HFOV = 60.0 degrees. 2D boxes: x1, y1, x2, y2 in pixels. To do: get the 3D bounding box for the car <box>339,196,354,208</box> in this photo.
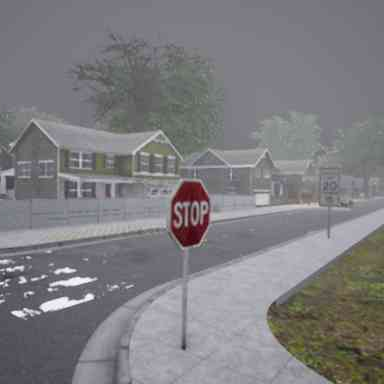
[{"bbox_3d":[19.584,1.264,42.992,2.033,1.411,5.357,2,1,36],"label":"car"}]
